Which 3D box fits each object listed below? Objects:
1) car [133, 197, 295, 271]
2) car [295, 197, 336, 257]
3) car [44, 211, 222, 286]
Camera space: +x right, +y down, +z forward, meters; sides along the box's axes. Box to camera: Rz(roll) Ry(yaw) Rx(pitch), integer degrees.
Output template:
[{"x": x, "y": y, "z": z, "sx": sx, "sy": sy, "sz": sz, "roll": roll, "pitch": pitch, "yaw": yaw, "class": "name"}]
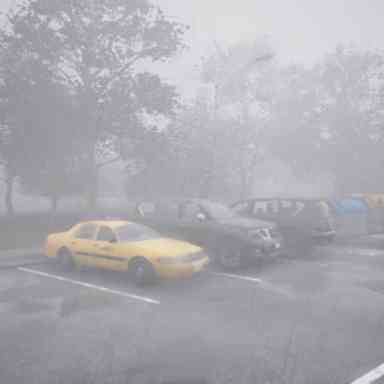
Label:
[{"x": 0.243, "y": 1.237, "z": 11.276, "sx": 5.566, "sy": 2.045, "sz": 2.435, "roll": -1, "pitch": -1, "yaw": 35, "class": "car"}, {"x": 2.609, "y": 1.238, "z": 13.001, "sx": 5.566, "sy": 2.045, "sz": 2.435, "roll": -1, "pitch": -1, "yaw": 35, "class": "car"}, {"x": -2.044, "y": 1.482, "z": 9.491, "sx": 5.366, "sy": 1.575, "sz": 1.946, "roll": -1, "pitch": -1, "yaw": 35, "class": "car"}]
